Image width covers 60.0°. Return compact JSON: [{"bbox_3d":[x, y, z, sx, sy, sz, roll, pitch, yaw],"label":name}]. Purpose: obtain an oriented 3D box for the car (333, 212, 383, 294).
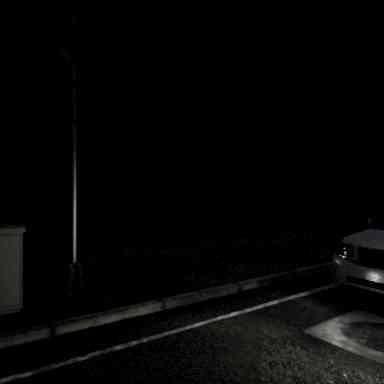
[{"bbox_3d":[5.627,1.218,7.717,5.566,2.045,2.150,0,0,-35],"label":"car"}]
